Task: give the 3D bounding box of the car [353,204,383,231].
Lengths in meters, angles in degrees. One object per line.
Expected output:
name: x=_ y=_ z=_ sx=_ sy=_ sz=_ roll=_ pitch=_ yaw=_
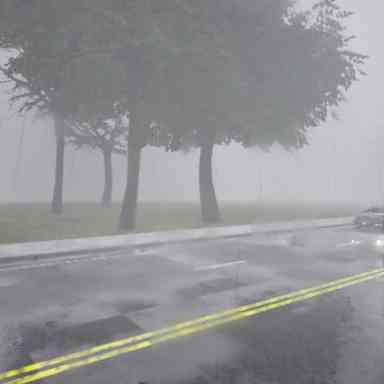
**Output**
car: x=11.572 y=1.516 z=19.944 sx=4.892 sy=1.490 sz=1.837 roll=1 pitch=0 yaw=-36
